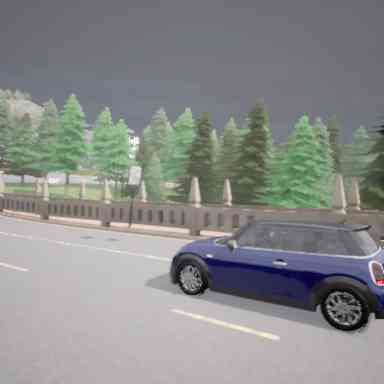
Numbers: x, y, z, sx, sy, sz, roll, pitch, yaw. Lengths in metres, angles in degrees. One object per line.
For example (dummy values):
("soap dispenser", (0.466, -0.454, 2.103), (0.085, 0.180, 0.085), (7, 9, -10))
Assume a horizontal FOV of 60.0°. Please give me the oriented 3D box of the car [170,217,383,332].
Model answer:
("car", (1.705, 1.339, 7.075), (4.553, 1.767, 2.097), (0, 0, 36))
